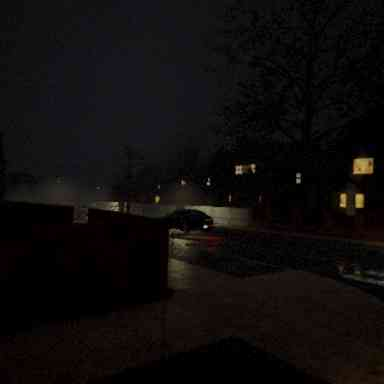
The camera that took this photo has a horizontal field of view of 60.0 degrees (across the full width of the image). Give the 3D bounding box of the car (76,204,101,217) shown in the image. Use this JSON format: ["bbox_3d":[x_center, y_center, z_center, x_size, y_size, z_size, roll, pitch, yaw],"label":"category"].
[{"bbox_3d":[-12.057,2.193,39.368,1.812,1.442,4.674,3,-2,-35],"label":"car"}]

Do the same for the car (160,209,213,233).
[{"bbox_3d":[-0.518,1.937,22.758,1.837,1.490,4.892,3,-2,-35],"label":"car"}]
